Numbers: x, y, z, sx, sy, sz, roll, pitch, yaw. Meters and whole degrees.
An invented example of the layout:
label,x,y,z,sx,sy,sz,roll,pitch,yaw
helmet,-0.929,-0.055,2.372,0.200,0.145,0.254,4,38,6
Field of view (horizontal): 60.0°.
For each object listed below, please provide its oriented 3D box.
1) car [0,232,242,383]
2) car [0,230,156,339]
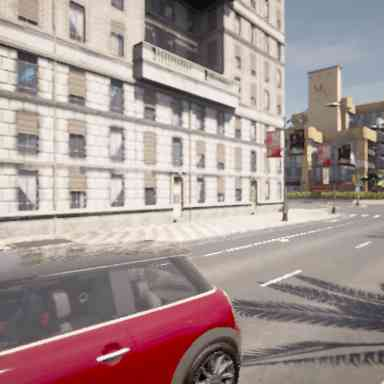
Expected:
label,x,y,z,sx,sy,sz,roll,pitch,yaw
car,-1.668,1.363,3.085,4.553,1.767,2.097,0,0,-39
car,-3.176,1.621,6.222,4.718,1.301,1.895,0,0,-40
